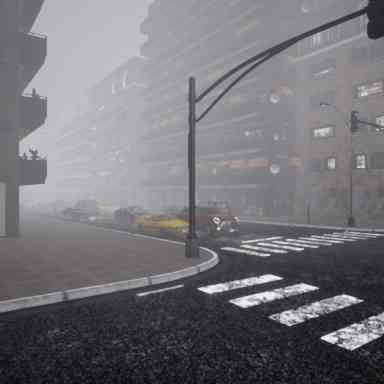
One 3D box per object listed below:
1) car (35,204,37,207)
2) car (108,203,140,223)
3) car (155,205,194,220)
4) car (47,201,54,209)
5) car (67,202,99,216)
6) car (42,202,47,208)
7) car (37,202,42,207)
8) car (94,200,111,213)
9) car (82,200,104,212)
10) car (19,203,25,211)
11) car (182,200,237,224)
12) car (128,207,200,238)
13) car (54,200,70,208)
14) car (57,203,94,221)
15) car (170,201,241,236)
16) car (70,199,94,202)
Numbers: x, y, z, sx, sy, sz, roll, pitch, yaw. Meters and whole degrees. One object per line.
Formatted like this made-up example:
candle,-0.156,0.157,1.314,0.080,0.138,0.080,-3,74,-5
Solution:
car,-38.572,3.168,84.565,1.947,1.339,4.313,-1,0,-36
car,-5.118,1.961,28.909,2.128,1.511,4.902,0,-1,-36
car,-1.880,2.045,34.219,1.887,1.381,4.507,-1,0,-36
car,-28.574,2.623,70.833,2.192,1.841,5.009,-1,0,-36
car,-13.180,2.278,39.998,1.994,1.385,4.181,0,-1,-36
car,-31.904,2.973,75.409,1.947,1.339,4.313,-1,0,-36
car,-35.241,3.049,79.986,1.887,1.381,4.507,-1,0,-36
car,-12.433,2.290,49.555,1.801,1.575,5.366,0,-1,-36
car,-16.458,2.307,55.013,2.097,1.767,4.553,0,-1,-36
car,-31.942,2.770,61.290,1.887,1.381,4.507,-1,0,-36
car,1.450,1.713,29.643,2.192,1.841,5.009,-1,0,-36
car,-1.817,1.833,19.961,1.752,1.417,4.829,-1,0,-36
car,-25.238,2.524,66.255,2.192,1.841,5.009,-1,0,-36
car,-11.925,2.163,33.829,1.887,1.381,4.507,-1,0,-36
car,0.927,1.634,20.606,2.097,1.767,4.553,0,-1,-36
car,-15.626,2.085,48.690,2.150,2.045,5.566,0,-1,-36
